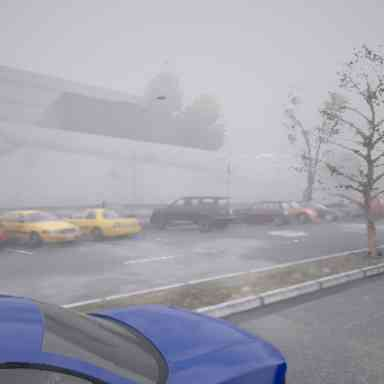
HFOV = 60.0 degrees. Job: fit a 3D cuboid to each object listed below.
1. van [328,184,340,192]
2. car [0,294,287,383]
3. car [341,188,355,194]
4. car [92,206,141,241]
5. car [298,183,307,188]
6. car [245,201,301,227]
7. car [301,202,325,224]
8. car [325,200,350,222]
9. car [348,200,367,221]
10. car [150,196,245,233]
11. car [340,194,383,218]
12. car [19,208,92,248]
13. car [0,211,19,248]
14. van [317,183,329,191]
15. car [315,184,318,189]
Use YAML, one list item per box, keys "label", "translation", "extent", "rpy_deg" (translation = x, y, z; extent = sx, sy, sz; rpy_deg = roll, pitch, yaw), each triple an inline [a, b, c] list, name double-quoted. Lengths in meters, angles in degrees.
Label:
- label: "van"
  translation: [35.769, -0.958, 81.766]
  extent: [1.878, 1.987, 4.442]
  rpy_deg: [8, 3, 35]
- label: "car"
  translation: [-1.454, 1.478, 2.096]
  extent: [5.008, 1.535, 1.882]
  rpy_deg: [0, 0, -35]
- label: "car"
  translation: [37.525, -0.459, 79.401]
  extent: [2.231, 1.521, 4.892]
  rpy_deg: [7, 3, 35]
- label: "car"
  translation: [-4.992, 1.509, 16.871]
  extent: [5.366, 1.575, 1.946]
  rpy_deg: [-1, -1, 35]
- label: "car"
  translation: [30.640, -1.508, 89.293]
  extent: [2.002, 1.452, 4.674]
  rpy_deg: [7, 3, 35]
- label: "car"
  translation: [4.964, 1.446, 23.712]
  extent: [4.553, 1.767, 2.185]
  rpy_deg: [-1, -1, 35]
- label: "car"
  translation: [7.359, 1.470, 25.495]
  extent: [4.553, 1.767, 2.185]
  rpy_deg: [-1, -1, 35]
- label: "car"
  translation: [9.825, 1.621, 27.220]
  extent: [4.892, 1.521, 2.231]
  rpy_deg: [-1, -1, 35]
- label: "car"
  translation: [12.246, 1.674, 28.965]
  extent: [4.792, 1.488, 2.163]
  rpy_deg: [-1, -1, 35]
- label: "car"
  translation: [0.022, 1.284, 20.263]
  extent: [5.566, 2.045, 2.435]
  rpy_deg: [-1, -1, 35]
- label: "car"
  translation: [14.693, 1.421, 30.711]
  extent: [5.566, 2.045, 2.435]
  rpy_deg: [-1, -1, 35]
- label: "car"
  translation: [-7.125, 1.494, 14.925]
  extent: [5.366, 1.575, 1.946]
  rpy_deg: [-1, -1, 35]
- label: "car"
  translation: [-9.700, 1.241, 13.280]
  extent: [5.566, 2.045, 2.435]
  rpy_deg: [-1, -1, 35]
- label: "van"
  translation: [34.042, -1.230, 84.239]
  extent: [1.878, 1.987, 4.442]
  rpy_deg: [8, 3, 35]
- label: "car"
  translation: [32.469, -1.276, 86.971]
  extent: [1.946, 1.575, 5.366]
  rpy_deg: [7, 3, 35]
